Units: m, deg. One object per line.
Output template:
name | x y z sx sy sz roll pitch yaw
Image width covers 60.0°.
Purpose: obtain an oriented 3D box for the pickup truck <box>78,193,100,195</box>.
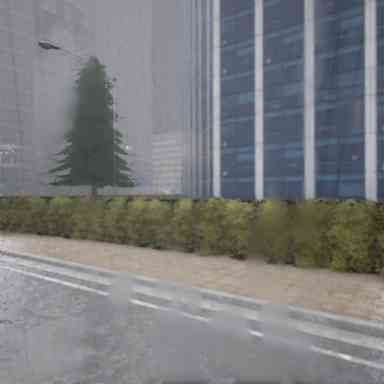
pickup truck | -19.655 1.197 64.731 6.274 2.098 2.390 0 0 -24
